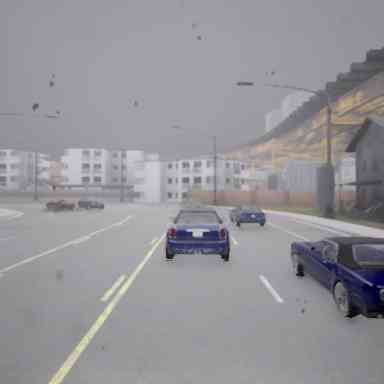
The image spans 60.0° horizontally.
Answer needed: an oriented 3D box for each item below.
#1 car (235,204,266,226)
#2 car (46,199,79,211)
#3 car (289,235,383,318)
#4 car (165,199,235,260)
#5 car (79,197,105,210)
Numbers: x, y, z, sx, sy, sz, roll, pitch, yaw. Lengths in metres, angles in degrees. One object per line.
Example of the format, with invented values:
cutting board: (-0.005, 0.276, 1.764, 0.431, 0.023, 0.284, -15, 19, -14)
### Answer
car: (3.720, 1.533, 23.013, 2.033, 1.411, 5.357, 0, 0, -1)
car: (-14.995, 1.468, 37.821, 1.895, 1.301, 4.718, 0, 0, -40)
car: (3.628, 1.609, 7.334, 1.895, 1.301, 4.718, 0, 0, 1)
car: (0.213, 1.335, 12.504, 2.097, 1.767, 4.553, 0, 0, 1)
car: (-12.126, 1.384, 39.968, 1.837, 1.490, 4.892, 1, -1, -39)
